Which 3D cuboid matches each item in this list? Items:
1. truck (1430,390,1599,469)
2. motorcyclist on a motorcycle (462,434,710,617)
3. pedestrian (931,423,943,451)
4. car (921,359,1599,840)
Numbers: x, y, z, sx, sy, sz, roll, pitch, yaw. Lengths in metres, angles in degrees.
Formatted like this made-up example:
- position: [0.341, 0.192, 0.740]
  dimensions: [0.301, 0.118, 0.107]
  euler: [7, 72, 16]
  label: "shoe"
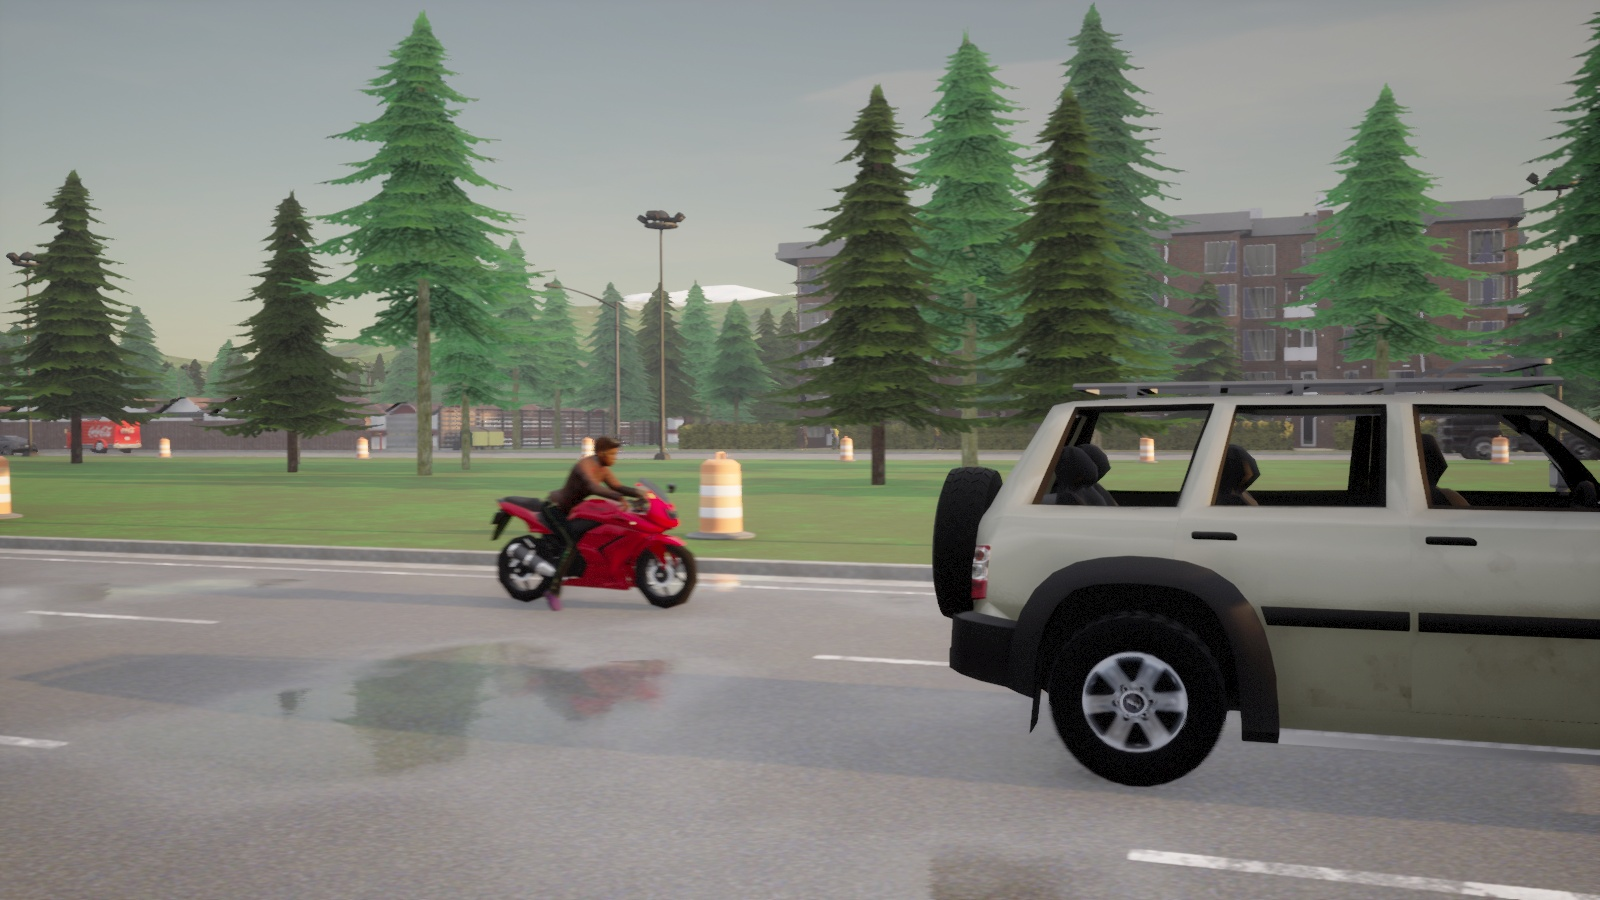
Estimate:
- position: [33.144, -0.940, 56.827]
  dimensions: [7.936, 3.462, 2.891]
  euler: [1, 1, 19]
  label: "truck"
- position: [-1.909, 0.621, 11.221]
  dimensions: [2.044, 1.523, 0.797]
  euler: [1, 1, 19]
  label: "motorcyclist on a motorcycle"
- position: [9.189, -0.859, 84.173]
  dimensions: [0.726, 1.835, 0.370]
  euler: [1, 1, 20]
  label: "pedestrian"
- position: [3.044, 0.561, 5.859]
  dimensions: [4.605, 1.855, 1.932]
  euler: [1, 1, 19]
  label: "car"
